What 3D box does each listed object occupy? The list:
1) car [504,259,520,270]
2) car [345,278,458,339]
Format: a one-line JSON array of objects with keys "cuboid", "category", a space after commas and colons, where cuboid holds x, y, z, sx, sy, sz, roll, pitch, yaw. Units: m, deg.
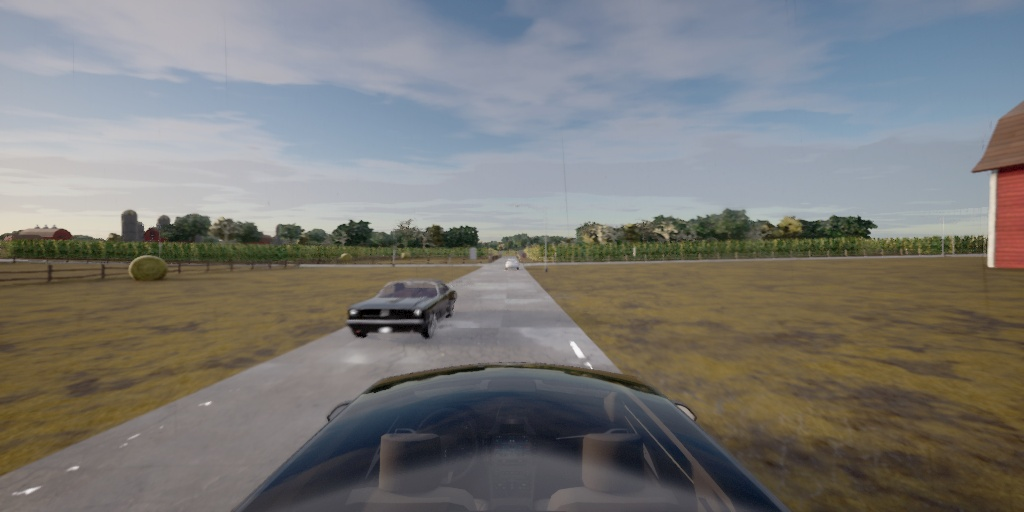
[{"cuboid": [0.018, 1.138, 49.800, 1.812, 1.442, 4.674, 0, 1, 1], "category": "car"}, {"cuboid": [-2.815, 1.343, 10.182, 1.895, 1.301, 4.718, 0, 0, 0], "category": "car"}]
